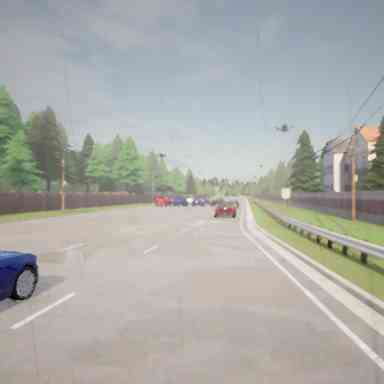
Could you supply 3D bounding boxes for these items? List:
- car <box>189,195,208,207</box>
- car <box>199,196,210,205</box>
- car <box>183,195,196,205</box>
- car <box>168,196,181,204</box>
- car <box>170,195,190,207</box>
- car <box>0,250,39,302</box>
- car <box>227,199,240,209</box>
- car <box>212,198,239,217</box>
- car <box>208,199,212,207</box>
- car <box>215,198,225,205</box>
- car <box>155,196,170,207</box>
[{"bbox_3d":[1.274,1.972,65.499,2.097,1.767,4.553,0,-1,9],"label":"car"},{"bbox_3d":[2.859,1.903,75.377,2.097,1.767,4.553,0,-1,9],"label":"car"},{"bbox_3d":[-0.587,1.774,75.992,2.150,2.045,5.566,0,-1,9],"label":"car"},{"bbox_3d":[-4.052,1.904,76.486,2.097,1.767,4.553,0,-1,9],"label":"car"},{"bbox_3d":[-2.239,1.839,65.703,2.150,2.045,5.566,0,-1,9],"label":"car"},{"bbox_3d":[-4.690,1.526,5.632,1.882,1.535,5.008,0,-1,9],"label":"car"},{"bbox_3d":[7.290,2.051,58.181,2.128,1.511,4.902,0,-1,9],"label":"car"},{"bbox_3d":[3.631,1.691,35.291,2.097,1.767,4.553,0,-1,9],"label":"car"},{"bbox_3d":[4.668,2.120,64.561,1.837,1.490,4.892,0,-1,9],"label":"car"},{"bbox_3d":[6.319,2.048,74.850,1.837,1.490,4.892,0,-1,9],"label":"car"},{"bbox_3d":[-5.694,1.840,66.257,2.150,2.045,5.566,0,-1,9],"label":"car"}]
